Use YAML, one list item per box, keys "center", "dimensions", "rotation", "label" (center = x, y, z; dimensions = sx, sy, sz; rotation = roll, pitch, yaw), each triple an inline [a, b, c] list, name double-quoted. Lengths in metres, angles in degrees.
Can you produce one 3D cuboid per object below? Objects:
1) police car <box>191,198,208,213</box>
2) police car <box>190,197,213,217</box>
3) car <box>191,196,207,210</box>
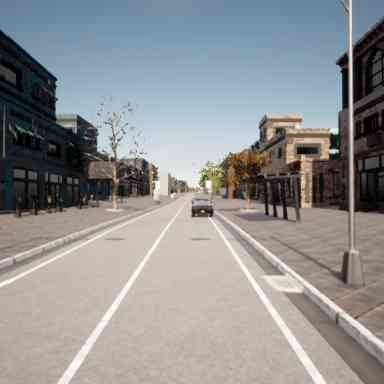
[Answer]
- center: [0.899, 1.542, 40.505]
  dimensions: [1.930, 1.638, 5.238]
  rotation: [0, 0, 0]
  label: "police car"
- center: [0.900, 1.448, 30.505]
  dimensions: [1.930, 1.638, 5.238]
  rotation: [0, 0, 0]
  label: "police car"
- center: [0.896, 1.525, 46.364]
  dimensions: [2.097, 1.767, 4.553]
  rotation: [0, 0, 0]
  label: "car"
